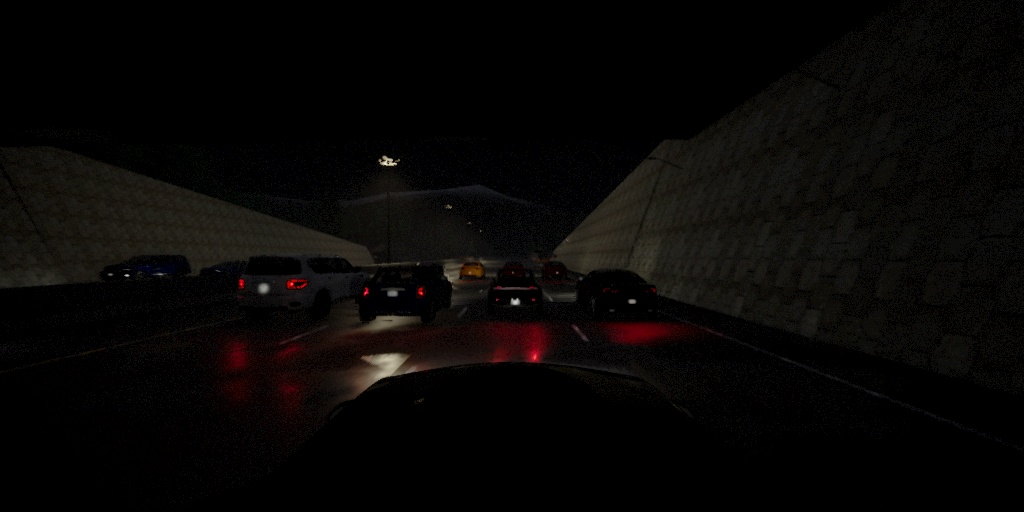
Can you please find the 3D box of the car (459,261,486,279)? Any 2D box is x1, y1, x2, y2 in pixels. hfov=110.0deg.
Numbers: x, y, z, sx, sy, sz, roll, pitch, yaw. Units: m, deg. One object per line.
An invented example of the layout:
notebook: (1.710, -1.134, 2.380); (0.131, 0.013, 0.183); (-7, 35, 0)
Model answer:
car: (-3.367, 1.179, 31.254); (1.882, 1.535, 5.008); (0, 0, 0)

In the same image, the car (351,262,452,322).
car: (-3.391, 1.085, 12.322); (2.097, 1.767, 4.553); (0, 0, 0)

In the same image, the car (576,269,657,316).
car: (3.610, 1.209, 13.227); (1.882, 1.535, 5.008); (0, 0, 0)

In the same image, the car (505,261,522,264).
car: (0.133, 1.179, 31.255); (1.882, 1.535, 5.008); (0, 0, 0)

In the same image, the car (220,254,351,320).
car: (-6.890, 0.954, 12.636); (2.150, 2.045, 5.566); (0, 0, 0)

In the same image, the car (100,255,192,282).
car: (-28.069, 0.930, 27.828); (2.150, 2.045, 5.566); (0, 0, 0)

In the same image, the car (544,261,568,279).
car: (3.633, 1.179, 31.264); (1.882, 1.535, 5.008); (0, 0, 0)

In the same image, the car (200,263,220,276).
car: (-24.561, 1.181, 31.339); (1.882, 1.535, 5.008); (0, 0, 0)

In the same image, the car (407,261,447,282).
car: (-6.869, 1.196, 29.669); (2.128, 1.511, 4.902); (0, 0, 0)

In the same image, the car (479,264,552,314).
car: (0.111, 1.222, 13.560); (2.128, 1.511, 4.902); (0, 0, 0)
